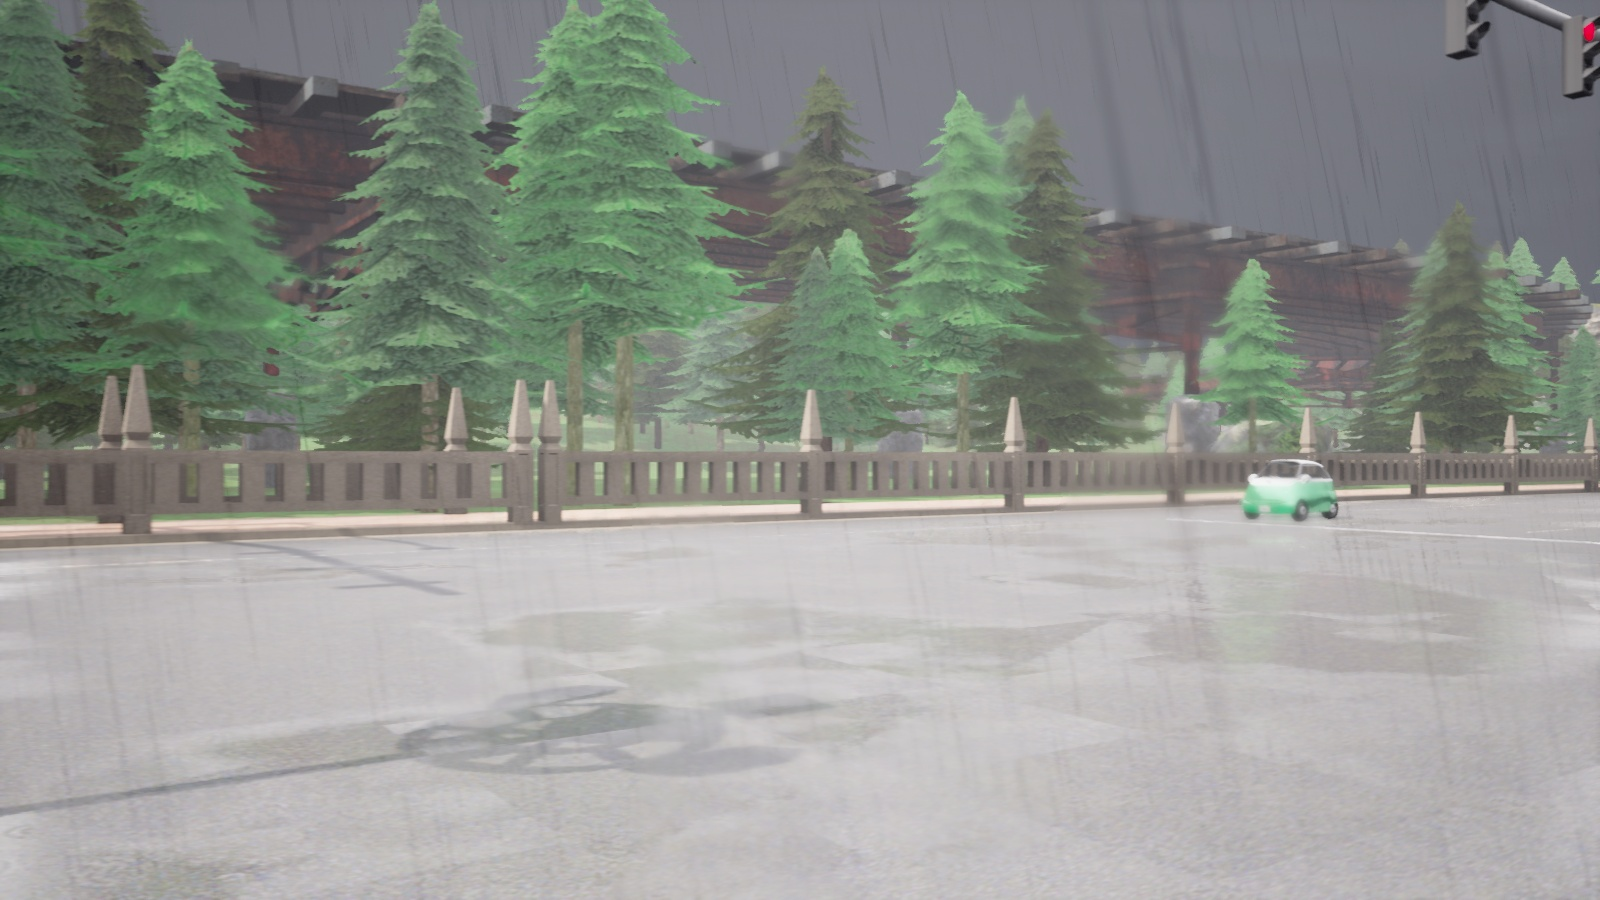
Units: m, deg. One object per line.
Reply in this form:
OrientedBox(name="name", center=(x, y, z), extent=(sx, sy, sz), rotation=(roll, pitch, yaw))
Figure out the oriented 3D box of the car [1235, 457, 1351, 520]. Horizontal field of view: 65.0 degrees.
OrientedBox(name="car", center=(11.186, 0.844, 28.502), extent=(2.207, 1.376, 1.481), rotation=(0, 0, -35))
